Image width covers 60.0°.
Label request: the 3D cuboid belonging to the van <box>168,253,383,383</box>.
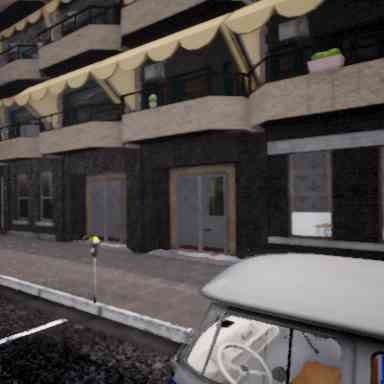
[{"bbox_3d":[1.656,1.338,1.553,3.998,1.788,1.690,0,-1,36],"label":"van"}]
